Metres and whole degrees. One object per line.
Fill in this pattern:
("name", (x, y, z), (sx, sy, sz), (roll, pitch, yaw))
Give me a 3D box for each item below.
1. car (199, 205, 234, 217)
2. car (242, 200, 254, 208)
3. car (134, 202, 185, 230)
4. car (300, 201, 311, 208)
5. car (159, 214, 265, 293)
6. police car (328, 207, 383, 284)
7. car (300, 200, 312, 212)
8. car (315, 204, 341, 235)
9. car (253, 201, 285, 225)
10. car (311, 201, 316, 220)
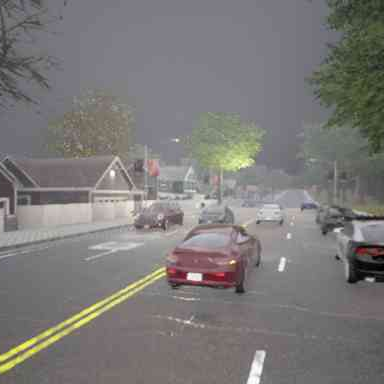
("car", (1.848, 1.665, 23.712), (1.812, 1.442, 4.674), (0, 0, 18))
("car", (10.275, 2.174, 60.281), (1.812, 1.442, 4.674), (0, -1, 18))
("car", (-2.064, 1.495, 22.137), (2.097, 1.767, 4.553), (0, 0, 18))
("car", (20.830, 2.272, 61.035), (1.895, 1.301, 4.718), (0, -1, 18))
("car", (0.761, 1.583, 9.047), (1.812, 1.442, 4.674), (0, 0, 18))
("police car", (5.267, 1.467, 9.586), (1.930, 1.638, 5.238), (0, 0, 18))
("car", (15.640, 1.838, 44.834), (1.882, 1.535, 5.008), (0, -1, 18))
("car", (8.301, 1.588, 18.999), (1.837, 1.490, 4.892), (0, 0, 18))
("car", (6.102, 1.666, 25.620), (1.812, 1.442, 4.674), (0, -1, 18))
("car", (10.143, 1.625, 24.711), (1.837, 1.490, 4.892), (0, 0, 18))
